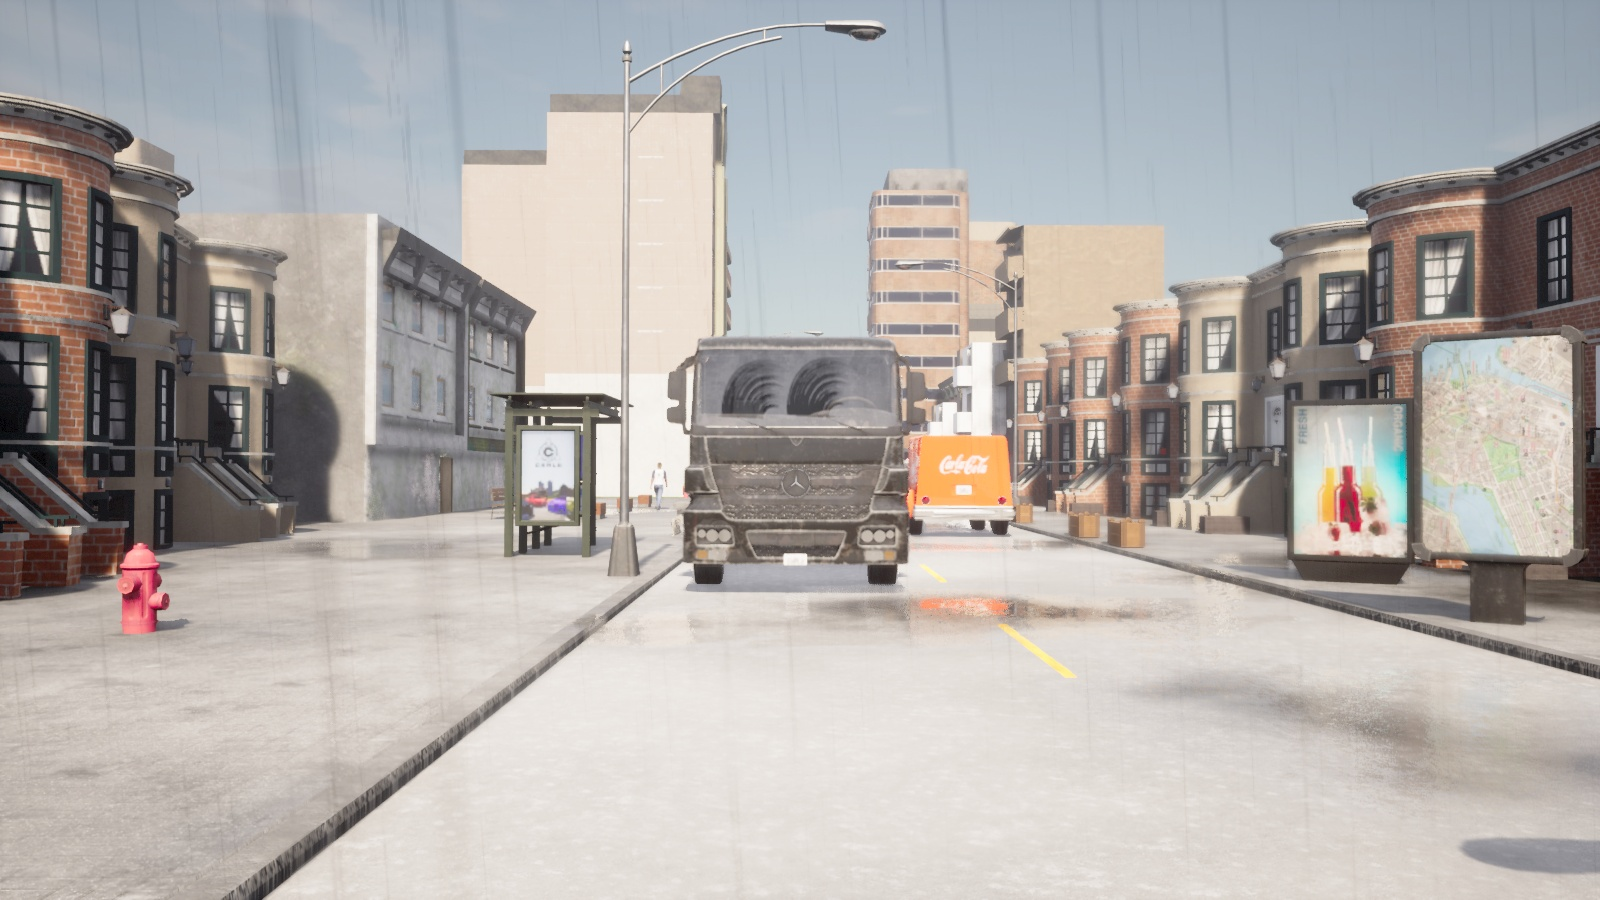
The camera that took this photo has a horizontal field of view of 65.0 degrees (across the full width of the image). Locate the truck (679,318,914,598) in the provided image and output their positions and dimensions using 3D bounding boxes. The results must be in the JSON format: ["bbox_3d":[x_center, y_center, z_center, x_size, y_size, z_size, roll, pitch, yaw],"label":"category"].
[{"bbox_3d":[-0.055,0.160,19.530,2.891,3.462,7.936,0,-1,0],"label":"truck"}]

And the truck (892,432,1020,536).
[{"bbox_3d":[3.915,0.858,32.588,2.627,2.467,5.204,0,-1,0],"label":"truck"}]

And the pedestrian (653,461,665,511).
[{"bbox_3d":[-5.240,1.328,46.736,0.354,1.836,0.706,0,-1,0],"label":"pedestrian"}]
